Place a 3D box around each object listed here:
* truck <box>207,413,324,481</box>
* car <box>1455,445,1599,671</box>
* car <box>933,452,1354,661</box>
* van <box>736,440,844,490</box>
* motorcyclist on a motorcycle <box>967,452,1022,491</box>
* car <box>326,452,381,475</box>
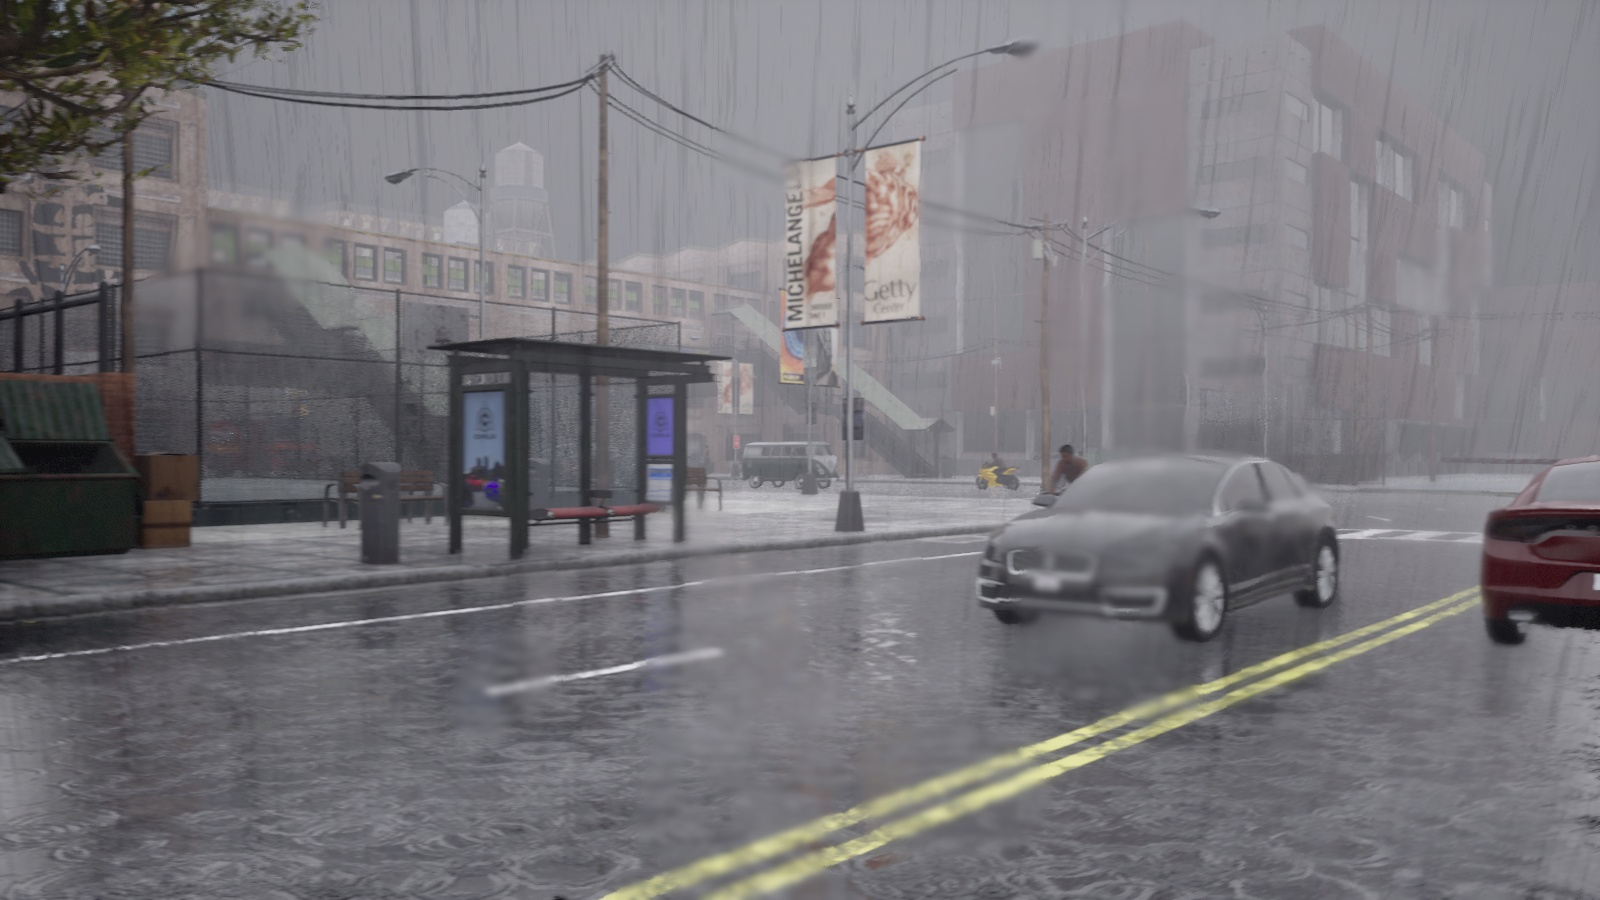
[{"bbox_3d":[-31.852,-0.172,74.668,8.468,3.827,2.891,0,0,40],"label":"truck"},{"bbox_3d":[7.059,0.732,10.410,1.882,1.535,5.008,0,0,40],"label":"car"},{"bbox_3d":[3.352,0.770,11.458,1.837,1.490,4.892,0,0,40],"label":"car"},{"bbox_3d":[-0.448,0.627,52.506,4.442,1.987,1.775,-1,0,41],"label":"van"},{"bbox_3d":[7.727,0.830,50.004,2.044,1.523,0.797,0,0,40],"label":"motorcyclist on a motorcycle"},{"bbox_3d":[-31.302,0.921,87.985,3.988,1.617,1.851,0,0,40],"label":"car"}]
